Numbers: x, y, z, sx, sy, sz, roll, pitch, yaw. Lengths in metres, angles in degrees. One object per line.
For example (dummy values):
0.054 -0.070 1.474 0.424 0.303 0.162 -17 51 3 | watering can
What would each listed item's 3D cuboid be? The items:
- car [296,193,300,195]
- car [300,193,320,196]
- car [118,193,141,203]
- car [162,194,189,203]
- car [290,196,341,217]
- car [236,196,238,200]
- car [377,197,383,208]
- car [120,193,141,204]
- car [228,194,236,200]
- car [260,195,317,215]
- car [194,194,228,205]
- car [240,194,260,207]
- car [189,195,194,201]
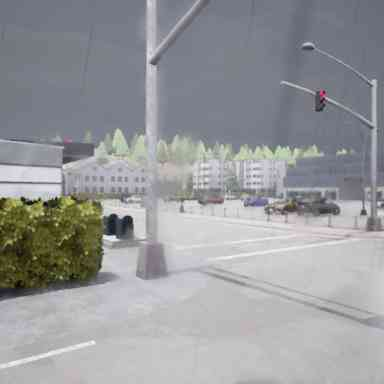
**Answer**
19.949 1.077 61.533 3.866 1.878 1.905 0 0 -35 | car
21.947 1.097 59.383 4.605 1.855 1.932 0 0 -35 | car
-11.756 1.077 62.882 3.866 1.878 1.905 0 0 -35 | car
-3.421 1.097 64.679 4.605 1.855 1.932 0 0 -35 | car
11.089 1.340 29.172 4.514 1.523 2.007 0 0 -35 | car
12.640 1.154 72.034 5.027 1.636 2.152 0 0 -35 | car
24.658 1.384 42.259 3.806 1.475 1.970 0 0 -35 | car
-10.359 1.361 59.804 3.806 1.475 1.970 0 0 -35 | car
8.708 1.232 77.116 3.806 1.475 1.970 0 0 -35 | car
9.254 1.330 31.716 5.027 1.636 2.152 0 0 -35 | car
3.111 1.298 54.049 4.514 1.523 2.007 0 0 -35 | car
8.785 1.320 45.823 3.633 1.501 1.845 0 0 -35 | car
0.830 1.298 76.095 4.514 1.523 2.007 0 0 -35 | car
